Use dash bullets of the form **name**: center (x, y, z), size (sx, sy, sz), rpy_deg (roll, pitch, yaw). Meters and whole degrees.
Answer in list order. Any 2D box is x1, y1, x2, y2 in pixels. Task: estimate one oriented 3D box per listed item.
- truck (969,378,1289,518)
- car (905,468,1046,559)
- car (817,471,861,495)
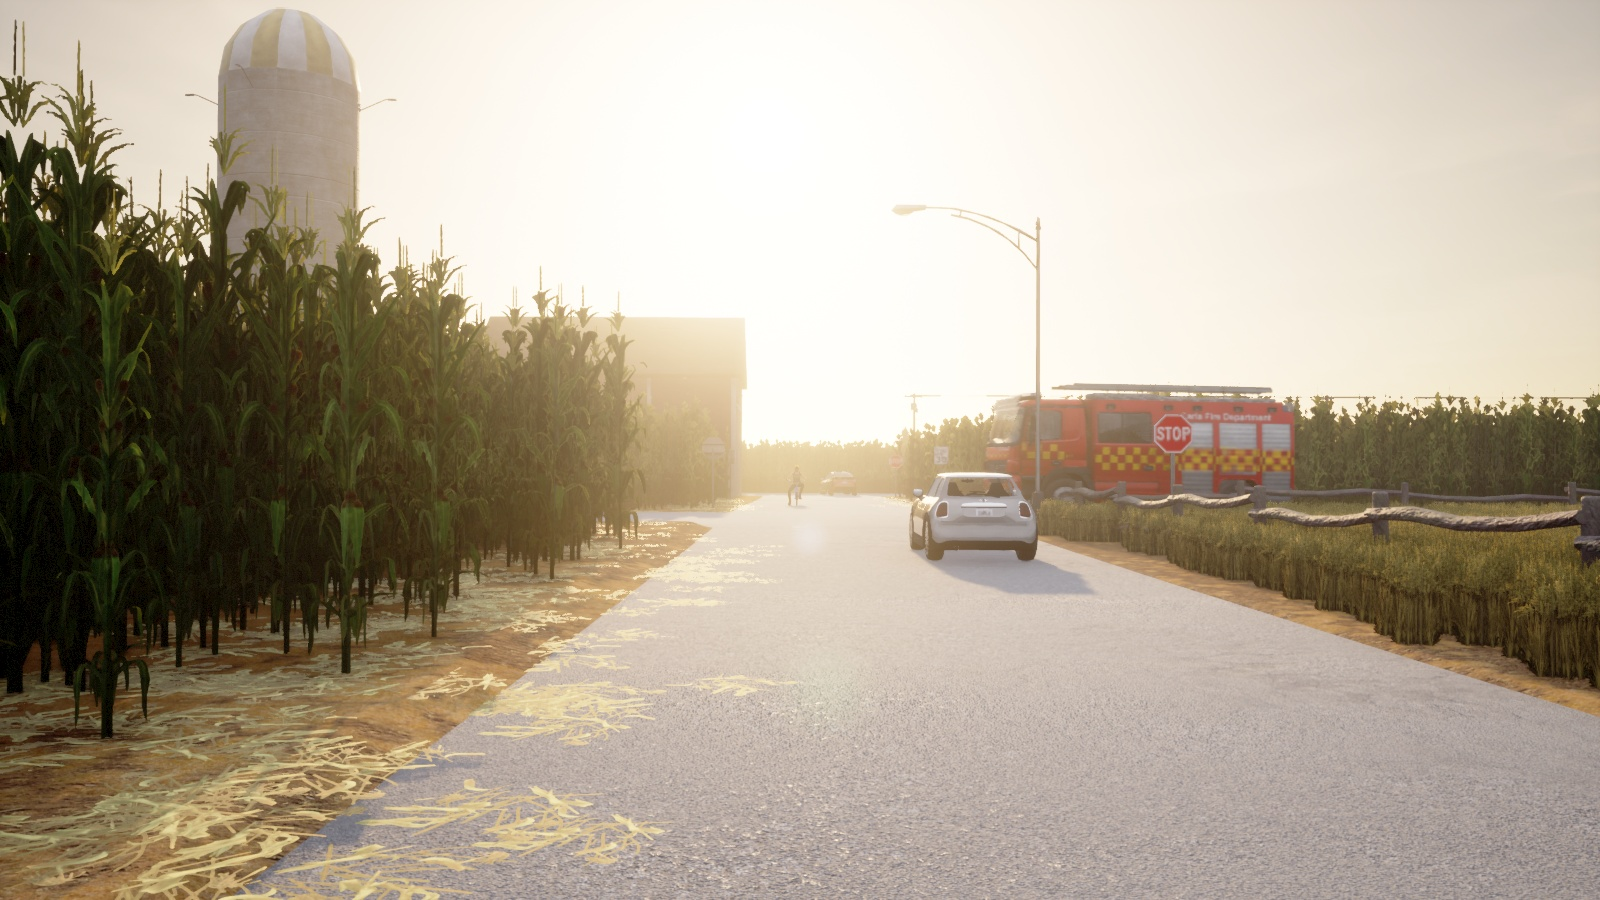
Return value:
- **truck**: center (9.401, -0.010, 36.286), size (8.468, 3.827, 2.891), rpy_deg (0, -1, -7)
- **car**: center (3.041, 1.071, 22.544), size (1.970, 1.475, 3.806), rpy_deg (0, -1, 0)
- **car**: center (2.457, 2.113, 81.272), size (2.007, 1.525, 4.514), rpy_deg (0, -1, -9)
